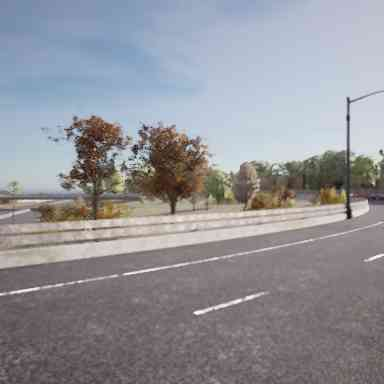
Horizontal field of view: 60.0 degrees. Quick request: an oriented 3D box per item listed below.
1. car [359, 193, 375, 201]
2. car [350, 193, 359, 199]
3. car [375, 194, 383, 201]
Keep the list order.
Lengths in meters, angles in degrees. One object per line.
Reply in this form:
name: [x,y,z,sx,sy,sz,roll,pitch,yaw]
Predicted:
car: [43.205,1.154,84.157,2.150,2.045,5.566,0,0,2]
car: [39.711,1.409,84.357,1.882,1.535,5.008,0,0,2]
car: [46.718,1.297,83.342,2.097,1.767,4.553,0,0,2]
